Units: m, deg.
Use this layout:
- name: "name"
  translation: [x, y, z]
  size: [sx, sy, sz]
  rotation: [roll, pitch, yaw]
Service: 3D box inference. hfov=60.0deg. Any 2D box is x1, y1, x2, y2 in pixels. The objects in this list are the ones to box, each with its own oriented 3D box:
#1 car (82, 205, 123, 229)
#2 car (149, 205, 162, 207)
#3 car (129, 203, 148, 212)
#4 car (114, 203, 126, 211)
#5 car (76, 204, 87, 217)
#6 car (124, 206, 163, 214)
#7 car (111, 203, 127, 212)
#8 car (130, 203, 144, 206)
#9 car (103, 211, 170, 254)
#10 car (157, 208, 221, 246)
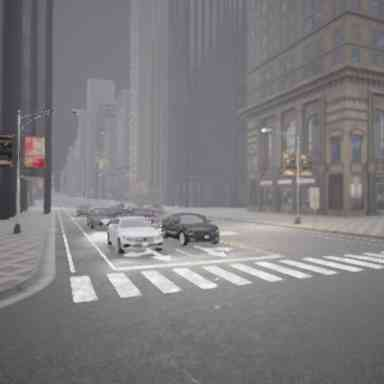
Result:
- name: "car"
  translation: [-7.132, 2.024, 26.175]
  size: [2.128, 1.511, 4.902]
  rotation: [1, -1, -22]
- name: "car"
  translation: [-5.411, 2.515, 48.053]
  size: [2.033, 1.411, 5.357]
  rotation: [1, -1, -22]
- name: "car"
  translation: [-9.340, 2.680, 57.622]
  size: [2.033, 1.411, 5.357]
  rotation: [1, -1, -22]
- name: "car"
  translation: [-9.048, 2.355, 39.490]
  size: [1.994, 1.385, 4.181]
  rotation: [1, -1, -22]
- name: "car"
  translation: [-13.241, 2.322, 41.216]
  size: [1.837, 1.490, 4.892]
  rotation: [1, -2, -22]
- name: "car"
  translation: [-3.950, 2.120, 27.003]
  size: [1.994, 1.385, 4.181]
  rotation: [1, -1, -21]
- name: "car"
  translation: [-12.348, 2.605, 56.394]
  size: [1.837, 1.490, 4.892]
  rotation: [1, -1, -22]
- name: "car"
  translation: [-8.484, 2.541, 47.056]
  size: [1.895, 1.301, 4.718]
  rotation: [1, -1, -22]
- name: "car"
  translation: [-2.733, 1.847, 15.398]
  size: [1.812, 1.442, 4.674]
  rotation: [1, -1, -22]
- name: "car"
  translation: [-0.172, 1.853, 17.732]
  size: [1.882, 1.535, 5.008]
  rotation: [1, -1, -20]
